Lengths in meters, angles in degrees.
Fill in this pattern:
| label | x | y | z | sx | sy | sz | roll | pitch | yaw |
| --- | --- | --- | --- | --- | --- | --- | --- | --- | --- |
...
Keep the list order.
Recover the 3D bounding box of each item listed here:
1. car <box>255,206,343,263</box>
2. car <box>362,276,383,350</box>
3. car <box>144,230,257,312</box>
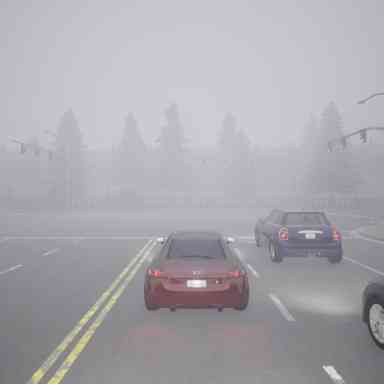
| label | x | y | z | sx | sy | sz | roll | pitch | yaw |
| --- | --- | --- | --- | --- | --- | --- | --- | --- | --- |
| car | 3.636 | 1.352 | 12.159 | 2.097 | 1.767 | 4.553 | 0 | 0 | 2 |
| car | 3.592 | 1.505 | 3.315 | 1.837 | 1.490 | 4.892 | 0 | 0 | 0 |
| car | 0.081 | 1.564 | 7.788 | 1.994 | 1.385 | 4.181 | 0 | 0 | 0 |
